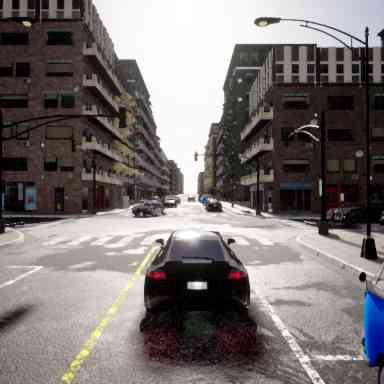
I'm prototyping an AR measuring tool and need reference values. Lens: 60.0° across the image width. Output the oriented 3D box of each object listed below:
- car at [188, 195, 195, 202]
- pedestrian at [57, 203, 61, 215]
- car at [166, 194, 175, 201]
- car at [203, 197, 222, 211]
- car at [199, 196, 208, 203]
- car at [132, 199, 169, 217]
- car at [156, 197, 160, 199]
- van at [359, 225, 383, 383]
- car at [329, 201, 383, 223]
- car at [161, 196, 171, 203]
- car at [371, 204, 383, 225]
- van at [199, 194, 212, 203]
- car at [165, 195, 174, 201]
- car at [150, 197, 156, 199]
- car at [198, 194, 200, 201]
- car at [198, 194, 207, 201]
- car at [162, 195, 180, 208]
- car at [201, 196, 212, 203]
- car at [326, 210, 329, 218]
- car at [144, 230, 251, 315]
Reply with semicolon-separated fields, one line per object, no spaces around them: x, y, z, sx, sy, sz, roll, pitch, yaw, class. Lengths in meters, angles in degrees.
-0.131;1.559;80.557;2.128;1.511;4.902;0;0;0;car
-12.590;1.597;31.437;0.500;1.100;0.500;0;-1;1;pedestrian
-5.823;1.480;90.797;1.967;1.590;4.097;1;0;0;car
2.638;1.580;40.027;1.947;1.339;4.313;1;0;0;car
2.582;1.612;73.882;1.802;1.307;4.206;1;0;0;car
-4.038;1.611;31.964;1.895;1.301;4.718;0;0;12;car
-5.759;1.459;51.298;1.967;1.590;4.097;1;0;0;car
2.670;1.342;2.080;1.690;1.788;3.998;1;0;0;van
13.492;1.473;25.640;4.553;1.767;2.097;0;-1;1;car
-5.797;1.575;73.869;1.887;1.381;4.507;1;0;0;car
13.506;1.583;19.848;4.313;1.339;1.947;0;-1;1;car
2.614;1.362;56.954;1.690;1.788;3.998;1;0;0;van
-5.816;1.587;85.154;2.008;1.369;4.403;1;0;0;car
-5.741;1.539;39.843;1.752;1.417;4.829;1;0;0;car
2.592;1.552;68.409;1.752;1.417;4.829;1;0;0;car
2.568;1.352;85.167;2.192;1.841;5.009;1;0;0;car
-3.174;1.582;48.490;1.994;1.385;4.181;0;0;0;car
2.629;1.567;45.669;2.008;1.369;4.403;1;0;0;car
13.596;1.608;28.229;4.097;1.590;1.967;0;-1;1;car
0.088;1.566;7.683;1.994;1.385;4.181;0;0;0;car
